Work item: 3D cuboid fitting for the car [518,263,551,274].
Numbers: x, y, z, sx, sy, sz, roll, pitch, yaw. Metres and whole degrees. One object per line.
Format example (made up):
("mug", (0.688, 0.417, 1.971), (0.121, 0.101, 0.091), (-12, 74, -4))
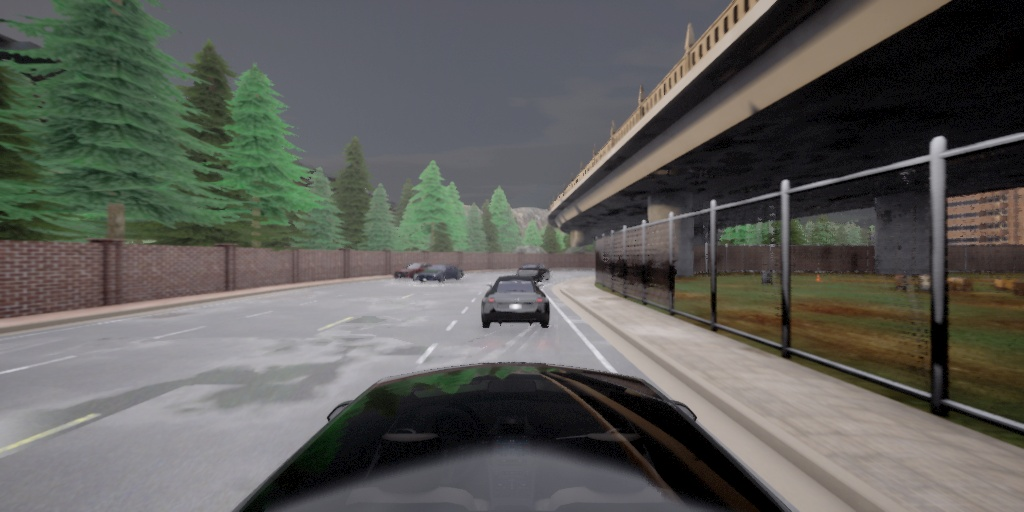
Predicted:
("car", (1.751, 1.278, 27.626), (2.128, 1.511, 4.902), (0, 0, 17))

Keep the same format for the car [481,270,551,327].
("car", (0.100, 1.328, 11.613), (1.994, 1.385, 4.181), (0, 0, 0))

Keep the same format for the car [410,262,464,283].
("car", (-5.577, 1.336, 28.495), (2.033, 1.411, 5.357), (0, 0, 16))

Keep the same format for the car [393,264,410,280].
("car", (-8.189, 1.270, 31.148), (1.882, 1.535, 5.008), (0, 0, 20))
